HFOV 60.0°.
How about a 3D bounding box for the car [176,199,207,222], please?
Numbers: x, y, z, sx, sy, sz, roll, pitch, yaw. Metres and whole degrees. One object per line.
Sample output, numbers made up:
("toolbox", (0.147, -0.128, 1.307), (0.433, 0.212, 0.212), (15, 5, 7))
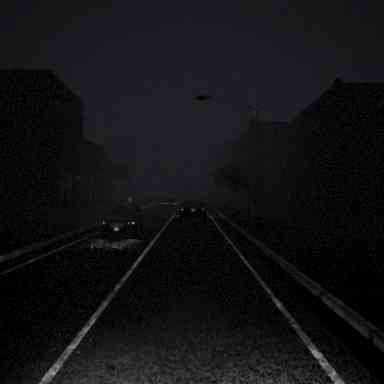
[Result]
("car", (0.062, 1.364, 26.816), (2.097, 1.767, 4.553), (0, 0, 0))

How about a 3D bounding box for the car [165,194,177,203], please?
("car", (-3.667, 1.170, 58.941), (1.812, 1.442, 4.674), (0, 1, 0))

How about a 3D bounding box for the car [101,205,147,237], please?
("car", (-3.621, 1.513, 18.399), (2.128, 1.511, 4.902), (0, 0, 0))
